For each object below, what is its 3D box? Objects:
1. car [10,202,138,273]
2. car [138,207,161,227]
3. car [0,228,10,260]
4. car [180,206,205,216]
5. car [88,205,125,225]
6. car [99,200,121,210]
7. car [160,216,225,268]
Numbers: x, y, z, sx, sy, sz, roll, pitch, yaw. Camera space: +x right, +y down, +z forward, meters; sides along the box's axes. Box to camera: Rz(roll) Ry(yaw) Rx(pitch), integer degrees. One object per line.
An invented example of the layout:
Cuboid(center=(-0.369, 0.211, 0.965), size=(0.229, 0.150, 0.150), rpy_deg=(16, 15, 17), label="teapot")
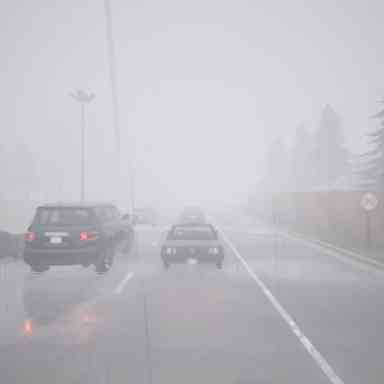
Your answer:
Cuboid(center=(-3.476, 1.346, 11.237), size=(2.150, 2.045, 5.566), rpy_deg=(0, 0, 0), label="car")
Cuboid(center=(-3.479, 1.822, 25.182), size=(2.033, 1.411, 5.357), rpy_deg=(0, -1, 1), label="car")
Cuboid(center=(-6.983, 1.660, 10.219), size=(2.033, 1.411, 5.357), rpy_deg=(0, -1, 0), label="car")
Cuboid(center=(0.042, 1.864, 27.517), size=(1.994, 1.385, 4.181), rpy_deg=(0, 0, 1), label="car")
Cuboid(center=(-6.958, 1.864, 27.539), size=(1.994, 1.385, 4.181), rpy_deg=(0, 0, 0), label="car")
Cuboid(center=(-13.352, 2.092, 54.299), size=(1.837, 1.490, 4.892), rpy_deg=(0, 0, 7), label="car")
Cuboid(center=(0.029, 1.729, 11.742), size=(1.895, 1.301, 4.718), rpy_deg=(0, -1, 0), label="car")
